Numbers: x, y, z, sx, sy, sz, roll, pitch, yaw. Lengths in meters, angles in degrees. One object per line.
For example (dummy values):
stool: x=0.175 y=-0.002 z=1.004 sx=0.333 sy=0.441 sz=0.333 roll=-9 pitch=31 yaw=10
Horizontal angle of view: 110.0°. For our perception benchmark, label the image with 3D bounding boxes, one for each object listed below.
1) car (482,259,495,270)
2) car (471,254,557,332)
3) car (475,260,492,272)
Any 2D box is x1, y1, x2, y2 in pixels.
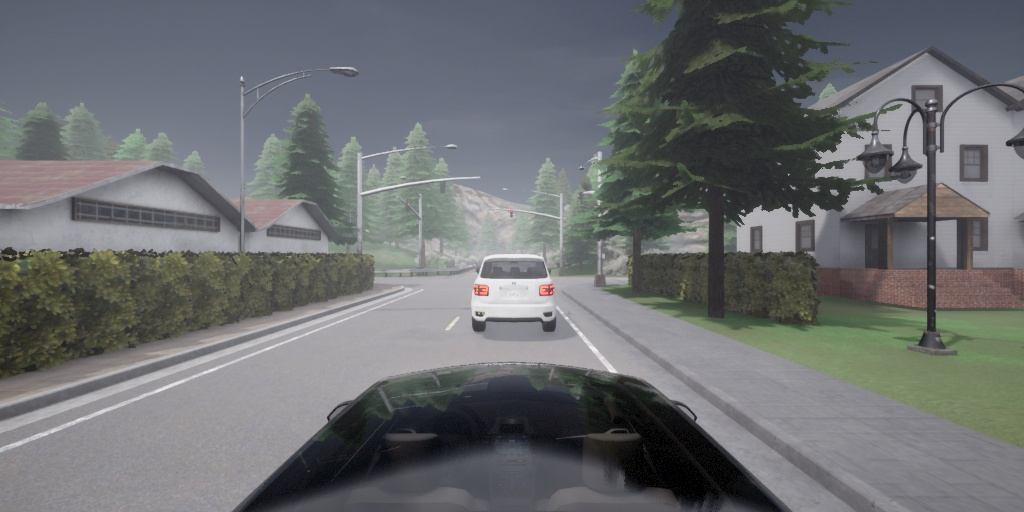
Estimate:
car: x=-3.600 y=1.276 z=55.315 sx=1.812 sy=1.442 sz=4.674 roll=0 pitch=0 yaw=0
car: x=0.064 y=0.971 z=11.003 sx=2.150 sy=2.045 sz=5.566 roll=0 pitch=0 yaw=0
car: x=-3.601 y=1.255 z=46.078 sx=1.837 sy=1.490 sz=4.892 roll=0 pitch=0 yaw=0
